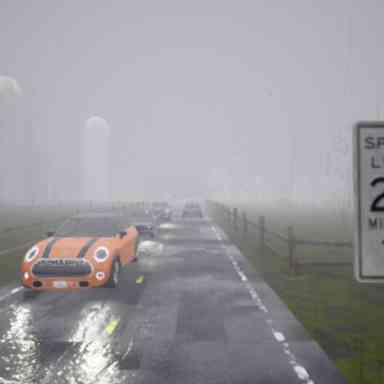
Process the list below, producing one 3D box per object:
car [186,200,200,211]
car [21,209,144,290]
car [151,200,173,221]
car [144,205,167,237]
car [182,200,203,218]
[{"bbox_3d":[0.104,1.820,46.085,1.837,1.490,4.892,0,0,1],"label":"car"},{"bbox_3d":[-2.825,1.414,9.420,2.097,1.767,4.553,0,0,0],"label":"car"},{"bbox_3d":[-2.772,1.545,28.856,2.097,1.767,4.553,0,0,0],"label":"car"},{"bbox_3d":[-2.817,1.673,19.021,2.033,1.411,5.357,0,0,0],"label":"car"},{"bbox_3d":[0.052,1.708,32.440,2.128,1.511,4.902,0,-1,0],"label":"car"}]
